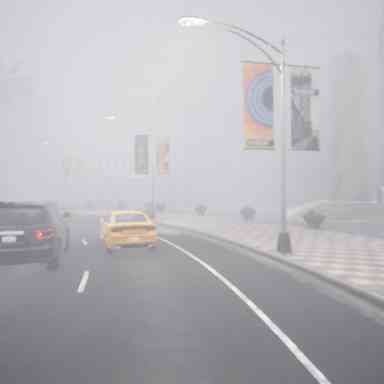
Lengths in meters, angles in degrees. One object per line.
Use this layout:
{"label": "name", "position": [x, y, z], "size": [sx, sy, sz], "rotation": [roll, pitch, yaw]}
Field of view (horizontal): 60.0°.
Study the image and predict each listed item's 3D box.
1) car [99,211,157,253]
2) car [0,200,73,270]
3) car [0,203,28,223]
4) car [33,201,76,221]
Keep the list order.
{"label": "car", "position": [-2.820, 1.523, 14.154], "size": [1.882, 1.535, 5.008], "rotation": [0, 0, -19]}
{"label": "car", "position": [-5.378, 1.287, 11.026], "size": [2.150, 2.045, 5.566], "rotation": [0, 0, -16]}
{"label": "car", "position": [-15.542, 1.682, 27.871], "size": [1.837, 1.490, 4.892], "rotation": [0, -1, -44]}
{"label": "car", "position": [-12.219, 1.627, 29.397], "size": [1.882, 1.535, 5.008], "rotation": [0, 0, -42]}
